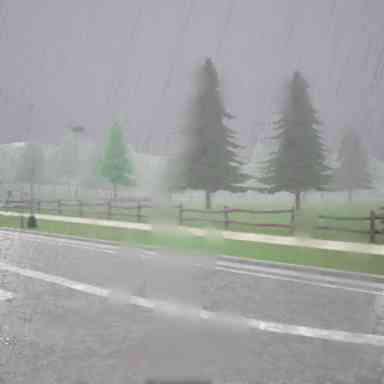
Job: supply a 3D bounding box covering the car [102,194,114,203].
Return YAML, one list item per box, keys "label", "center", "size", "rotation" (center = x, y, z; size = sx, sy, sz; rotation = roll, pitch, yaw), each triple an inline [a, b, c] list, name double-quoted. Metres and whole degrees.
- label: "car"
  center: [-16.046, 1.450, 70.717]
  size: [1.882, 1.535, 5.008]
  rotation: [0, 0, 35]

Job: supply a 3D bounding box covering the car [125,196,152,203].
- label: "car"
  center: [-10.210, 1.518, 66.850]
  size: [2.033, 1.411, 5.357]
  rotation: [0, 0, 35]

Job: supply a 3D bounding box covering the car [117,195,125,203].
- label: "car"
  center: [-13.183, 1.526, 68.704]
  size: [1.994, 1.385, 4.181]
  rotation: [0, 0, 35]

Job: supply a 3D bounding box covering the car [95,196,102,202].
- label: "car"
  center: [-18.892, 1.326, 72.754]
  size: [2.097, 1.767, 4.553]
  rotation: [0, 0, 35]
